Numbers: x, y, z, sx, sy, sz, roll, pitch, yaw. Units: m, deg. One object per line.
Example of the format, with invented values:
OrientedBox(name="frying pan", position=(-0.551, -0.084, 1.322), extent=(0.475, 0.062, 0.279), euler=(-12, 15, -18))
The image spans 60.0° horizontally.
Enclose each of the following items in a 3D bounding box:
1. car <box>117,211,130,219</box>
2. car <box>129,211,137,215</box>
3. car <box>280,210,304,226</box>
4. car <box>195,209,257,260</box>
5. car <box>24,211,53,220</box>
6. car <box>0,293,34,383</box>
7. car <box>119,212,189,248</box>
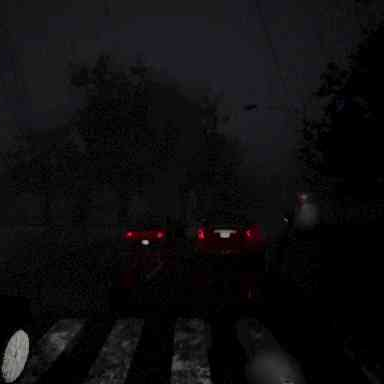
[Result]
OrientedBox(name="car", position=(-13.148, 4.747, 68.472), extent=(4.553, 1.767, 2.097), euler=(1, -4, -18))
OrientedBox(name="car", position=(-9.350, 4.716, 65.930), extent=(4.902, 1.511, 2.128), euler=(0, -4, -6))
OrientedBox(name="car", position=(10.205, 2.496, 32.519), extent=(1.837, 1.490, 4.892), euler=(-3, -5, 38))
OrientedBox(name="car", position=(1.418, 1.421, 12.920), extent=(2.097, 1.767, 4.553), euler=(-1, 0, 9))
OrientedBox(name="car", position=(-24.797, 3.908, 53.913), extent=(1.837, 1.490, 4.892), euler=(-2, -4, 25))
OrientedBox(name="car", position=(-3.025, 1.495, 2.323), extent=(1.882, 1.535, 5.008), euler=(0, 0, 2))
OrientedBox(name="car", position=(-1.422, 1.720, 15.322), extent=(1.895, 1.301, 4.718), euler=(-1, -1, 11))
